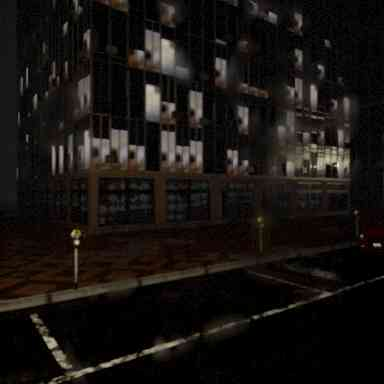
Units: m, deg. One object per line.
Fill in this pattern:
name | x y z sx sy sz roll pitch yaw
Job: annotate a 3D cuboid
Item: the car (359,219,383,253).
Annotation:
car | 7.888 1.488 12.196 4.507 1.381 1.887 0 0 -36
